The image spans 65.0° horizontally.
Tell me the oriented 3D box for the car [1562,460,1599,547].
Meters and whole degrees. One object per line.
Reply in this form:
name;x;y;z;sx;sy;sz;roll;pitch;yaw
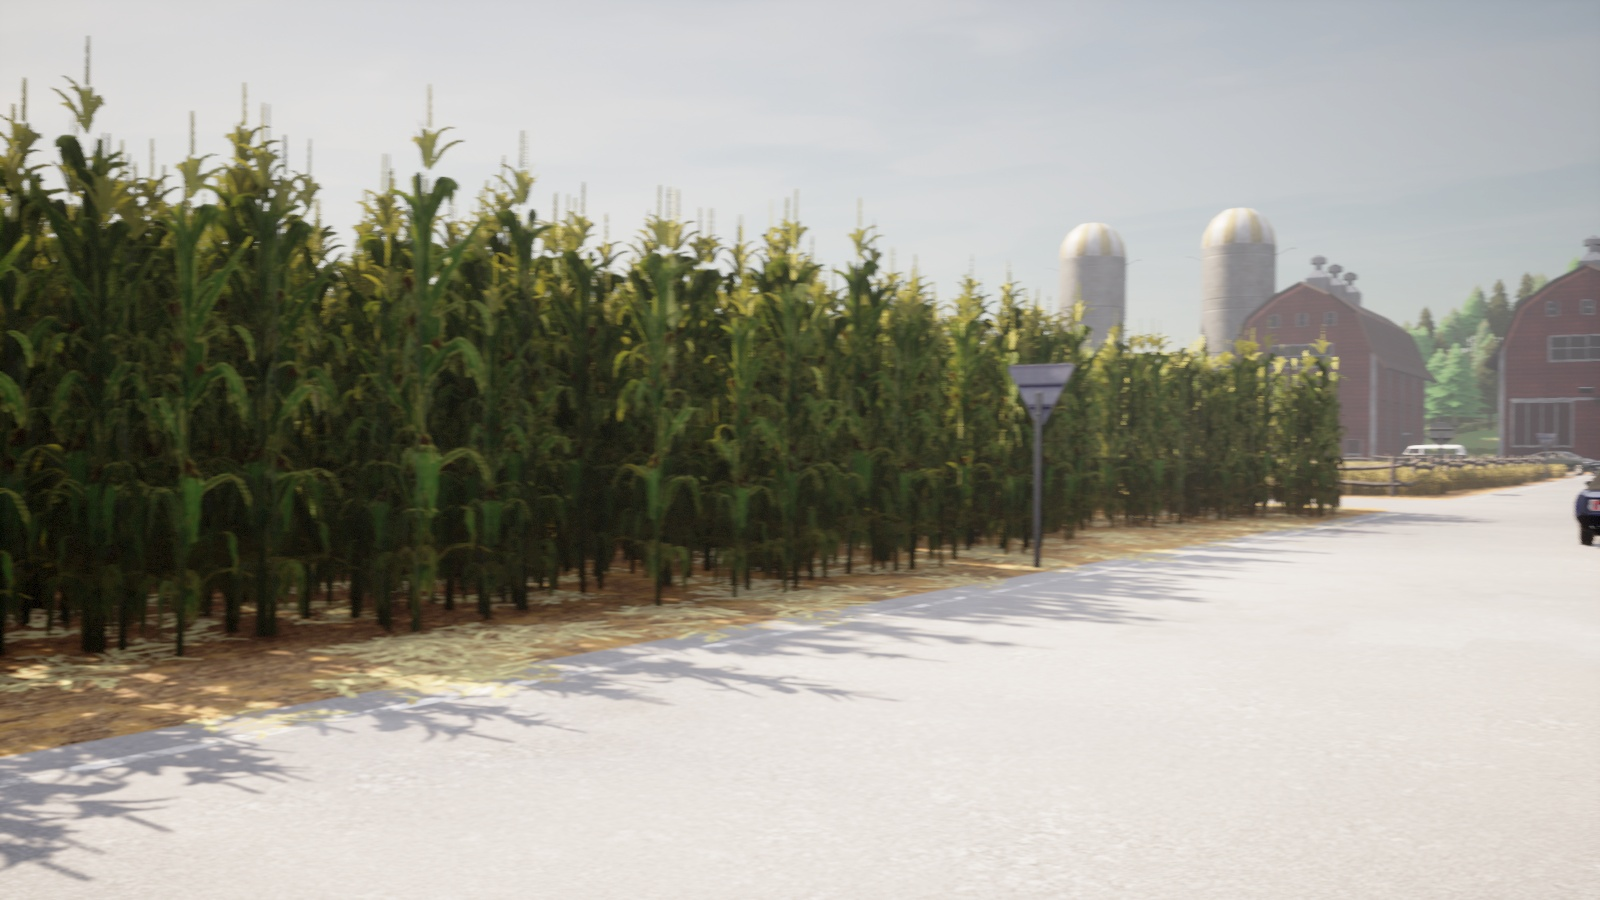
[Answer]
car;14.044;0.849;20.988;1.895;1.301;4.718;0;0;35
